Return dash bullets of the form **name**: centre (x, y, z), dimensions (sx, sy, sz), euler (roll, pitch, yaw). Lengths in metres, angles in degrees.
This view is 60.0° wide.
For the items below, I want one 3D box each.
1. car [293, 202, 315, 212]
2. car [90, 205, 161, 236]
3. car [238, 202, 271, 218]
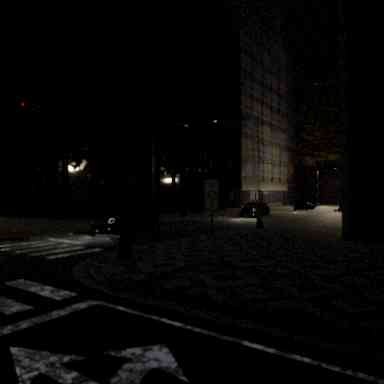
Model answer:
- **car**: centre (16.835, 2.209, 49.718), dimensions (2.033, 1.411, 5.357), euler (-1, -1, 36)
- **car**: centre (-4.067, 1.657, 20.738), dimensions (2.097, 1.767, 4.553), euler (-1, -1, 36)
- **car**: centre (6.746, 1.827, 35.797), dimensions (2.097, 1.767, 4.553), euler (-1, -1, 35)
